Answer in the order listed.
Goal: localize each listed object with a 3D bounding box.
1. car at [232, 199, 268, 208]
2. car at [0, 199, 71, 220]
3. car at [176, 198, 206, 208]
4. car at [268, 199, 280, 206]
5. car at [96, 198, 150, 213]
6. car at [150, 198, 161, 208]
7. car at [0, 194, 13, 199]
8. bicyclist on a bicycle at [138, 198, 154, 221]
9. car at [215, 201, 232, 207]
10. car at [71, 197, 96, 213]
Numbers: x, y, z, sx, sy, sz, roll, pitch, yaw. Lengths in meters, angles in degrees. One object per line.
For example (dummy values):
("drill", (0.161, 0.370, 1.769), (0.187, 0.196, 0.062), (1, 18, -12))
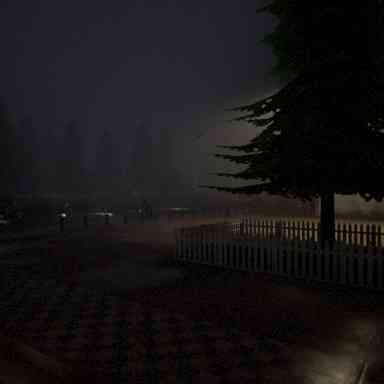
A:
("car", (8.414, 1.221, 47.443), (2.150, 2.045, 5.566), (0, 0, 36))
("car", (-13.687, 1.547, 28.861), (2.033, 1.411, 5.357), (0, 0, 35))
("car", (-0.009, 1.547, 47.979), (2.033, 1.411, 5.357), (0, 0, 36))
("car", (14.328, 1.547, 55.741), (2.033, 1.411, 5.357), (0, 0, 36))
("car", (-7.640, 1.547, 37.331), (2.033, 1.411, 5.357), (0, 0, 35))
("car", (-6.176, 1.525, 45.399), (1.812, 1.442, 4.674), (0, 0, 36))
("car", (-18.174, 1.221, 28.597), (2.150, 2.045, 5.566), (0, 0, 35))
("bicyclist on a bicycle", (-3.385, 1.302, 24.388), (1.656, 1.620, 0.582), (0, 0, 36))
("car", (5.147, 1.563, 48.961), (1.994, 1.385, 4.181), (0, 0, 35))
("car", (-12.570, 1.351, 36.448), (2.097, 1.767, 4.553), (0, 0, 36))
